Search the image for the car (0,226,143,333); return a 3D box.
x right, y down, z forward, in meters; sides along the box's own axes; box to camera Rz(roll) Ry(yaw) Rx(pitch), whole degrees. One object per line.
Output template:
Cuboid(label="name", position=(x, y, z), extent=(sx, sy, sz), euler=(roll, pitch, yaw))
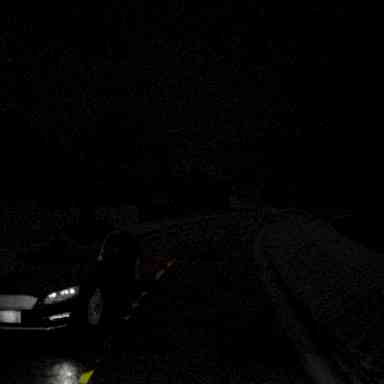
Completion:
Cuboid(label="car", position=(-2.386, 1.538, 7.185), extent=(2.128, 1.511, 4.902), euler=(0, -1, 5))
